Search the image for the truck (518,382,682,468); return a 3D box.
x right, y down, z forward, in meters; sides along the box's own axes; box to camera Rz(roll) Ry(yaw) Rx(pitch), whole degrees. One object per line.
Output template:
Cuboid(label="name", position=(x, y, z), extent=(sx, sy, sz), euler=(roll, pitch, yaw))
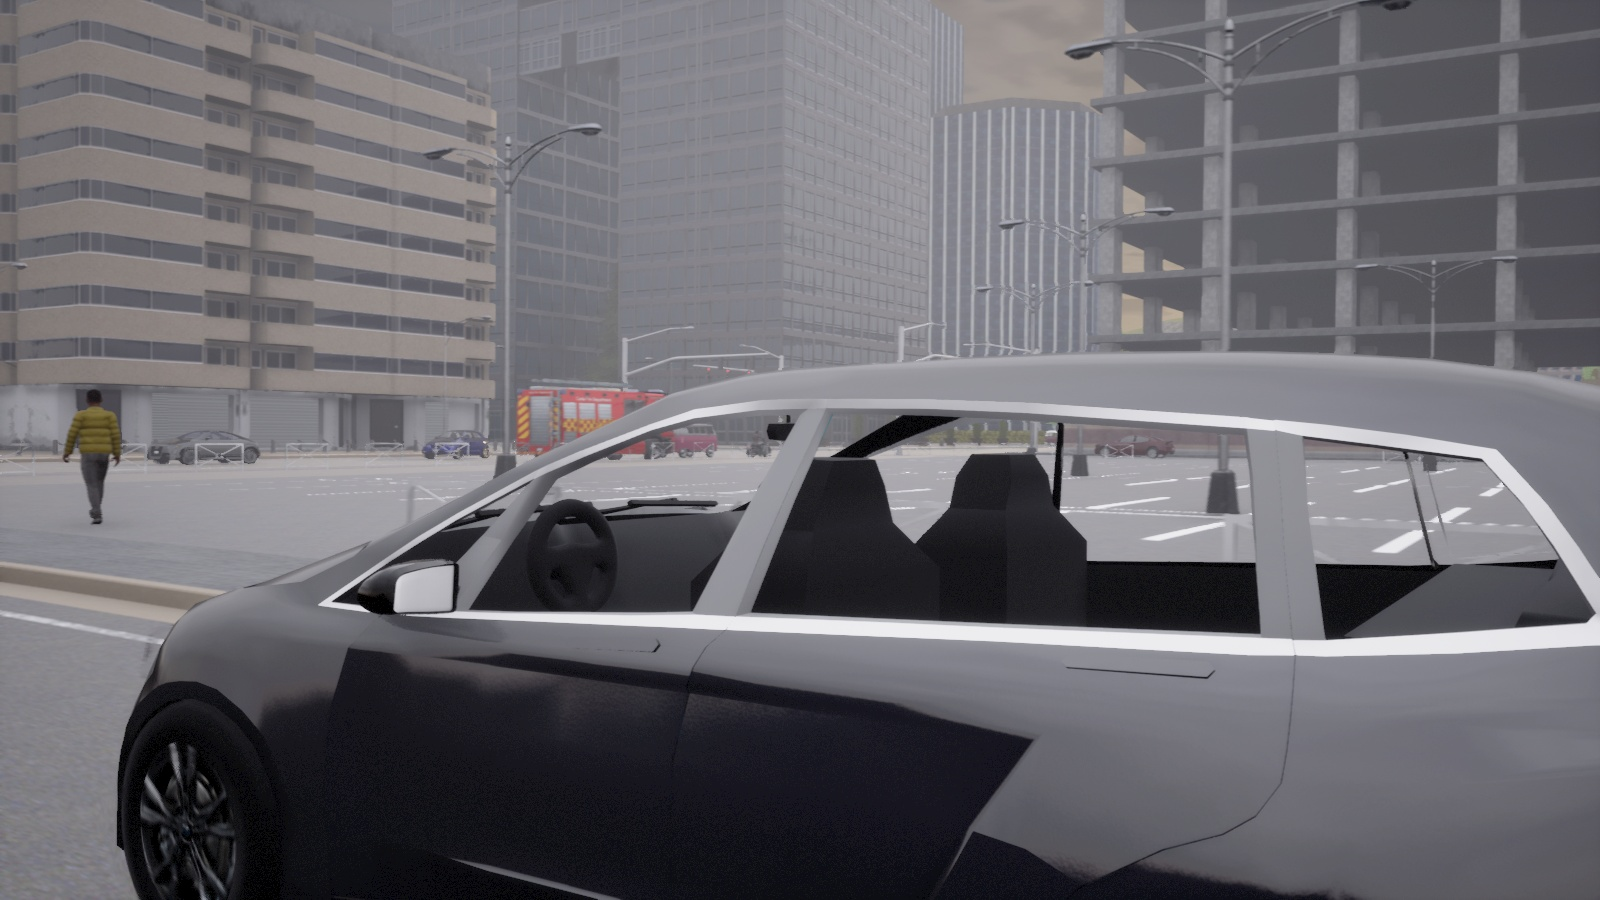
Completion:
Cuboid(label="truck", position=(-9.413, -1.171, 60.266), extent=(2.891, 3.827, 8.468), euler=(0, 1, 32))

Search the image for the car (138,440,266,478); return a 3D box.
Cuboid(label="car", position=(-23.876, 0.325, 50.292), extent=(1.994, 1.385, 4.181), euler=(0, 1, 32))

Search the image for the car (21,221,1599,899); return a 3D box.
Cuboid(label="car", position=(0.163, 0.526, 3.512), extent=(4.611, 1.667, 2.242), euler=(0, 1, 34))

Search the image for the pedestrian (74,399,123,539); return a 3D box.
Cuboid(label="pedestrian", position=(-9.419, 0.245, 16.848), extent=(0.431, 1.840, 0.709), euler=(-1, 1, -39))

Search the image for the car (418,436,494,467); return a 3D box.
Cuboid(label="car", position=(-17.214, 0.041, 63.011), extent=(1.816, 1.474, 4.193), euler=(0, 1, 14))
